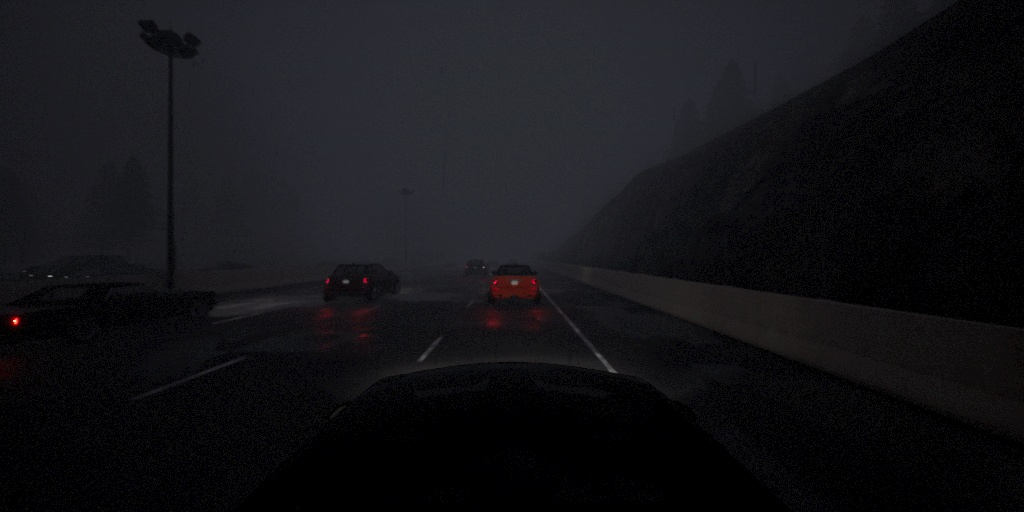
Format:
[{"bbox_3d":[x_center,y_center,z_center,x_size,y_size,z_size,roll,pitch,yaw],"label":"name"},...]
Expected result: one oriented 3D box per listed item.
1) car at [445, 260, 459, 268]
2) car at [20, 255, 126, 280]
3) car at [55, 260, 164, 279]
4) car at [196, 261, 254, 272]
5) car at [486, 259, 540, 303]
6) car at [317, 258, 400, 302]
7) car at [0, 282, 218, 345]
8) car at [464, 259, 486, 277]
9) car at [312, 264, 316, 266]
[{"bbox_3d":[-10.391,1.342,62.521,1.895,1.301,4.718,0,0,0],"label":"car"},{"bbox_3d":[-31.581,0.923,26.319,2.150,2.045,5.566,0,0,0],"label":"car"},{"bbox_3d":[-28.078,1.255,25.657,2.033,1.411,5.357,0,0,0],"label":"car"},{"bbox_3d":[-24.575,1.205,30.854,2.128,1.511,4.902,0,0,0],"label":"car"},{"bbox_3d":[0.105,1.105,16.635,2.097,1.767,4.553,0,0,0],"label":"car"},{"bbox_3d":[-6.899,1.093,17.012,2.097,1.767,4.553,0,0,0],"label":"car"},{"bbox_3d":[-10.450,1.335,9.427,1.895,1.301,4.718,0,0,1],"label":"car"},{"bbox_3d":[-3.395,1.101,35.198,2.097,1.767,4.553,0,0,0],"label":"car"},{"bbox_3d":[-21.050,1.285,40.370,1.994,1.385,4.181,0,0,0],"label":"car"}]
